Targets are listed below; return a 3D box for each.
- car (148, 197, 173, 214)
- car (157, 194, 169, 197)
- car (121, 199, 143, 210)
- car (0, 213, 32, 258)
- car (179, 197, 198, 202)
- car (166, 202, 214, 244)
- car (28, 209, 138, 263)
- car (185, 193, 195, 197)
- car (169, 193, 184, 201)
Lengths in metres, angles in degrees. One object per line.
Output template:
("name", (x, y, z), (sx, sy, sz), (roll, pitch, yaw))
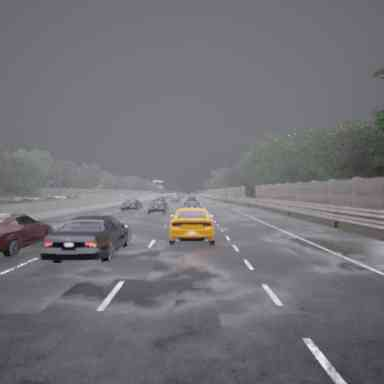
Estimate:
("car", (-3.511, 1.528, 35.203), (2.033, 1.411, 5.357), (0, 0, 0))
("car", (-7.024, 1.459, 74.921), (2.128, 1.511, 4.902), (0, 0, 0))
("car", (-7.012, 1.521, 38.949), (2.033, 1.411, 5.357), (0, 0, 0))
("car", (-7.004, 1.528, 12.719), (1.812, 1.442, 4.674), (0, 0, 0))
("car", (-0.010, 1.528, 35.204), (2.033, 1.411, 5.357), (0, 0, 0))
("car", (-0.004, 1.480, 15.737), (1.882, 1.535, 5.008), (0, 0, 0))
("car", (-3.502, 1.550, 11.967), (2.033, 1.411, 5.357), (0, 0, 0))
("car", (-0.024, 1.435, 74.975), (1.837, 1.490, 4.892), (0, 0, 0))
("car", (-3.524, 1.487, 74.965), (1.994, 1.385, 4.181), (0, 0, 0))
